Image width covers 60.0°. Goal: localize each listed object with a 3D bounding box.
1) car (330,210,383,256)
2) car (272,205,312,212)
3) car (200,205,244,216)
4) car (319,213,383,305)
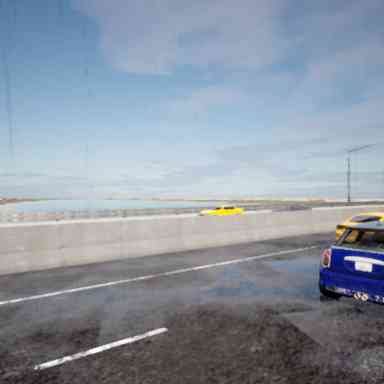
[{"bbox_3d":[8.345,1.657,14.777,5.008,1.535,1.882,0,-1,-38],"label":"car"},{"bbox_3d":[10.279,2.051,34.295,5.357,1.411,2.033,0,-1,-38],"label":"car"},{"bbox_3d":[2.986,2.039,33.052,5.008,1.535,1.882,0,-1,-38],"label":"car"},{"bbox_3d":[4.923,1.442,7.634,4.553,1.767,2.097,0,-1,-38],"label":"car"}]
